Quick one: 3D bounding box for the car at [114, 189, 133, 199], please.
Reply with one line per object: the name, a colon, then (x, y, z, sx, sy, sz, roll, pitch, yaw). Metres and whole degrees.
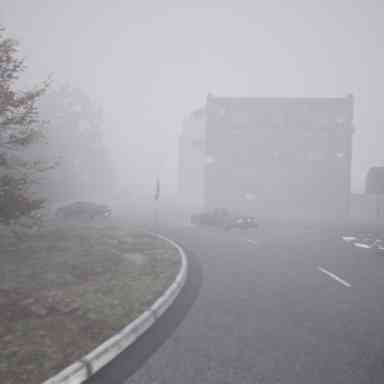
car: (-10.770, 0.171, 52.411, 2.033, 1.411, 5.357, 2, 5, 4)

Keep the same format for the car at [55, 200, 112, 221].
car: (-8.677, 1.419, 26.473, 4.892, 1.490, 1.837, 0, -2, 26)

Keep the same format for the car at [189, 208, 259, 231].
car: (1.990, 1.750, 22.153, 2.033, 1.411, 5.357, 2, -1, -35)
